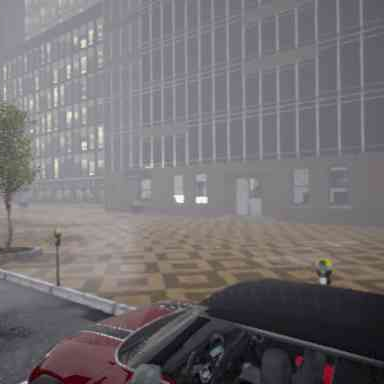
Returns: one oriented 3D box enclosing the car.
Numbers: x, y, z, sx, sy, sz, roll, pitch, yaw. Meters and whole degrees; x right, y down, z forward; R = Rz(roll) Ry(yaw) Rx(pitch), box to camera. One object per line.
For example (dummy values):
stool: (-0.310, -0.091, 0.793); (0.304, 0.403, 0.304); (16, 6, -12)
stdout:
car: (0.522, 1.434, 2.520); (4.097, 1.590, 1.967); (0, -1, 35)
